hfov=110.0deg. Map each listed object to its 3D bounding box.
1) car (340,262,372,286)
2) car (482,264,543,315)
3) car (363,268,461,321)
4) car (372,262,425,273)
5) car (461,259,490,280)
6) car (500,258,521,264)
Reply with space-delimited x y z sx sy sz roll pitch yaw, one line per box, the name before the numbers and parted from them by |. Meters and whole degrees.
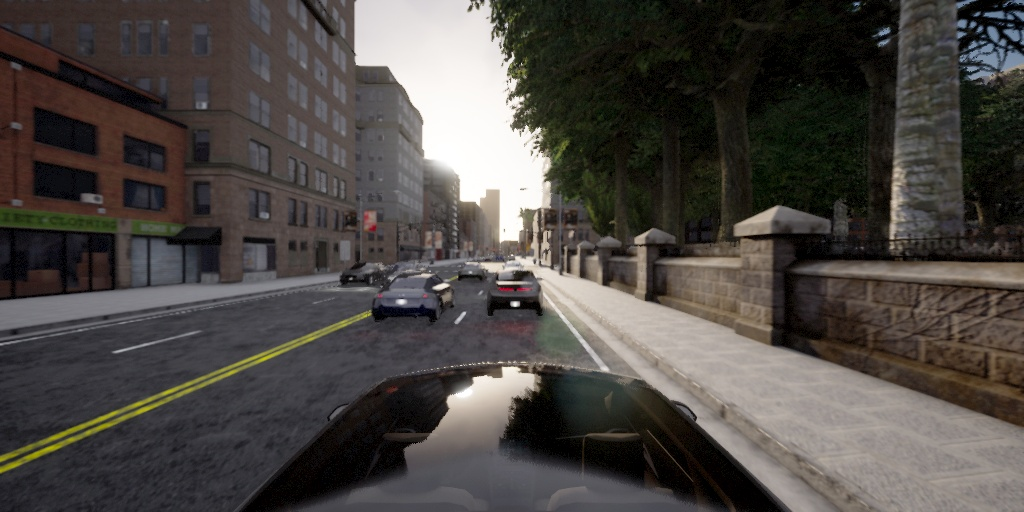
car | -9.844 1.151 24.318 1.837 1.490 4.892 0 0 0
car | 0.098 1.200 13.328 1.837 1.490 4.892 0 0 0
car | -3.150 1.265 12.226 1.994 1.385 4.181 0 0 0
car | -6.597 1.146 22.370 2.128 1.511 4.902 0 0 0
car | -3.152 1.186 29.096 1.994 1.385 4.181 0 0 0
car | 0.097 1.146 29.449 1.812 1.442 4.674 0 0 0
